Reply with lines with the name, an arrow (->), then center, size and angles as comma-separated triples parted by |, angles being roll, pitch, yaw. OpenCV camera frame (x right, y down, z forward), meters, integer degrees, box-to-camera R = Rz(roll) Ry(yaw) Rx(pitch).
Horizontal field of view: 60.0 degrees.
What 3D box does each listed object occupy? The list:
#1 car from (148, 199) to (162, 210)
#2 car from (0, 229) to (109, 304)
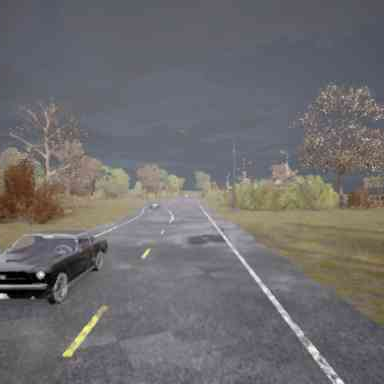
car -> -5.816, 1.922, 52.077 | 2.128, 1.511, 4.902 | 0, 0, -7
car -> -3.607, 1.680, 8.465 | 1.895, 1.301, 4.718 | 0, -1, 0
